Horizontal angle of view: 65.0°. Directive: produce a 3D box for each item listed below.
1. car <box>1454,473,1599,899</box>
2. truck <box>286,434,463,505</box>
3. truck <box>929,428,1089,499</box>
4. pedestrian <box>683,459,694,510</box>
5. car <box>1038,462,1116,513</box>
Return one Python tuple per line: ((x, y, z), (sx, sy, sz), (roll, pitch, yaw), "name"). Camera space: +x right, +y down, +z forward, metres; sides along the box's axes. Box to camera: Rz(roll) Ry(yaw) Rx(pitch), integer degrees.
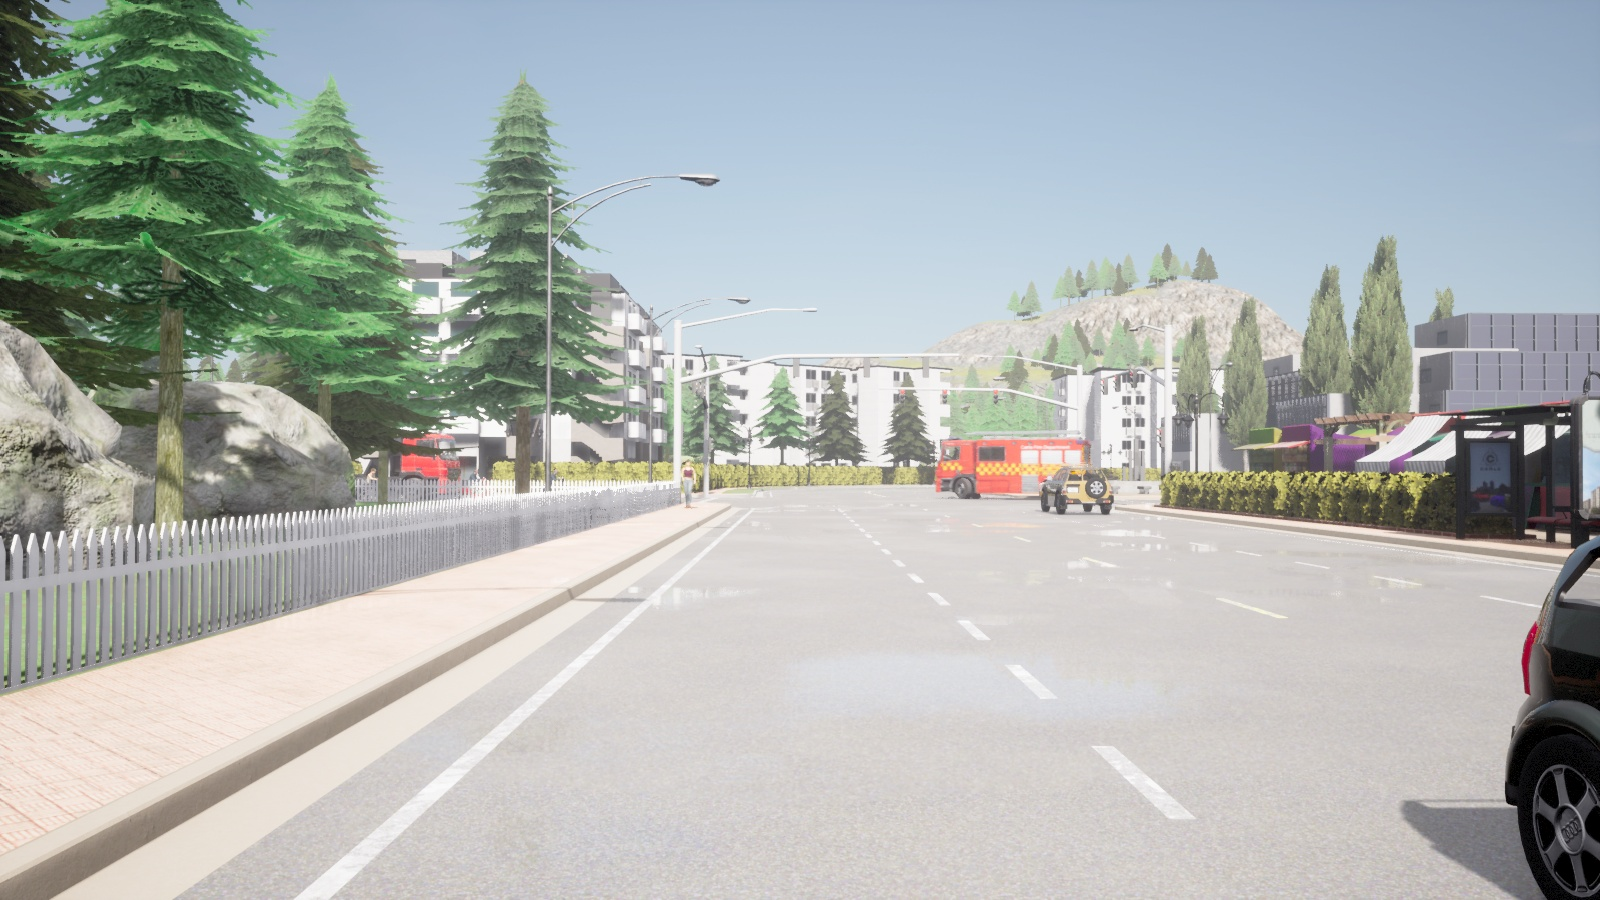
((3.491, 0.831, 3.103), (1.789, 1.549, 3.705), (0, -1, 0), "car")
((-21.319, 0.977, 63.230), (7.936, 3.462, 2.891), (0, -1, 1), "truck")
((11.789, 0.791, 70.994), (8.468, 3.827, 2.891), (-1, -1, 24), "truck")
((-4.114, 1.264, 46.232), (0.345, 1.836, 0.594), (0, -1, 0), "pedestrian")
((10.378, 1.383, 47.345), (1.932, 1.855, 4.605), (0, -1, 0), "car")
